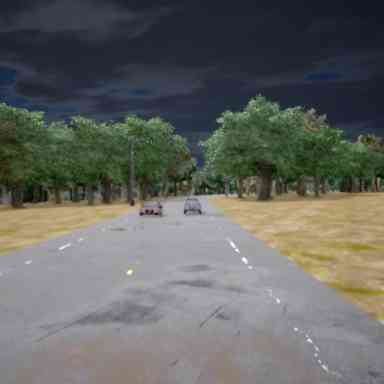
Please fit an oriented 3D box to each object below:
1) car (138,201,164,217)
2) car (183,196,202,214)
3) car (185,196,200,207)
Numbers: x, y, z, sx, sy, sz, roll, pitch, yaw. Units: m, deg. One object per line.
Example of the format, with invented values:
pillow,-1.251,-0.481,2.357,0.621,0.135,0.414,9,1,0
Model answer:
car,-3.610,1.513,30.201,1.994,1.385,4.181,0,0,0
car,0.077,1.474,34.733,2.033,1.411,5.357,0,0,1
car,0.075,1.336,49.428,2.128,1.511,4.902,0,0,0
